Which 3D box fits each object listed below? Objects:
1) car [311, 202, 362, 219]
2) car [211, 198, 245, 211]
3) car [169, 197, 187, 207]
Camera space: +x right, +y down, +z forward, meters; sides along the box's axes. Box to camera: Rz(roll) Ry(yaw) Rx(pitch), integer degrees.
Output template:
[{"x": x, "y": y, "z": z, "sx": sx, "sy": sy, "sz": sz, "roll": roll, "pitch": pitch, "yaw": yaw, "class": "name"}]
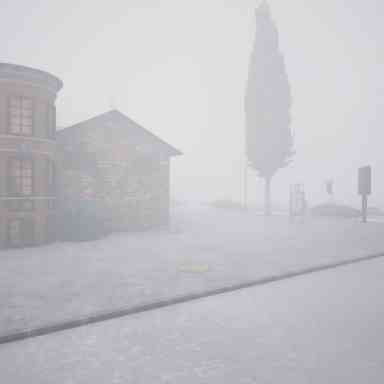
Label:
[{"x": 12.510, "y": 1.564, "z": 28.775, "sx": 1.994, "sy": 1.385, "sz": 4.181, "roll": 0, "pitch": 0, "yaw": -35, "class": "car"}, {"x": 4.334, "y": 1.493, "z": 40.225, "sx": 2.128, "sy": 1.511, "sz": 4.902, "roll": 0, "pitch": 0, "yaw": -36, "class": "car"}, {"x": -2.561, "y": 1.526, "z": 49.893, "sx": 1.812, "sy": 1.442, "sz": 4.674, "roll": 0, "pitch": 0, "yaw": -35, "class": "car"}]
